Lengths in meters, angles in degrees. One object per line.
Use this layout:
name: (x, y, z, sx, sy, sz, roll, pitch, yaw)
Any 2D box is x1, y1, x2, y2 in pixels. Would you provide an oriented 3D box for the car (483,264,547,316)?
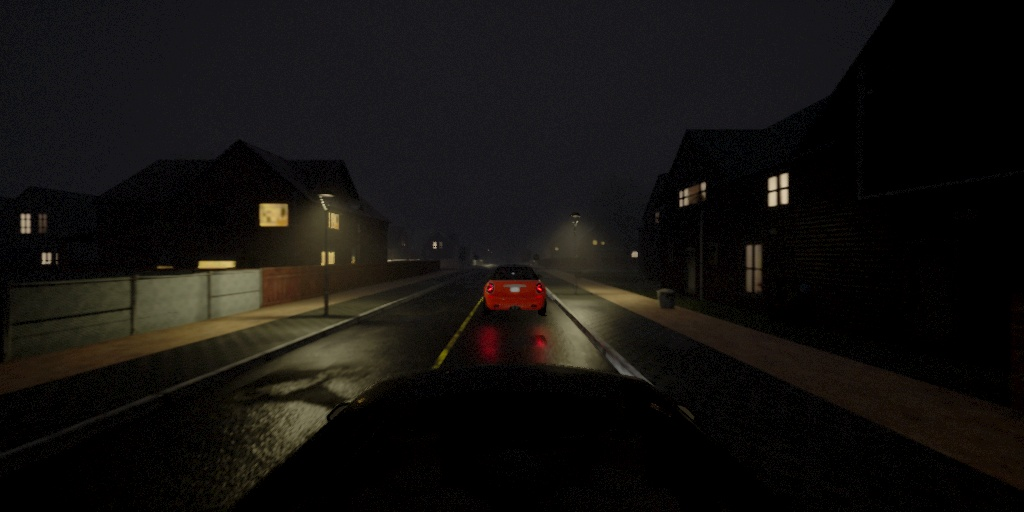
car: (0.094, 1.089, 13.490, 2.097, 1.767, 4.553, 0, 0, 0)
